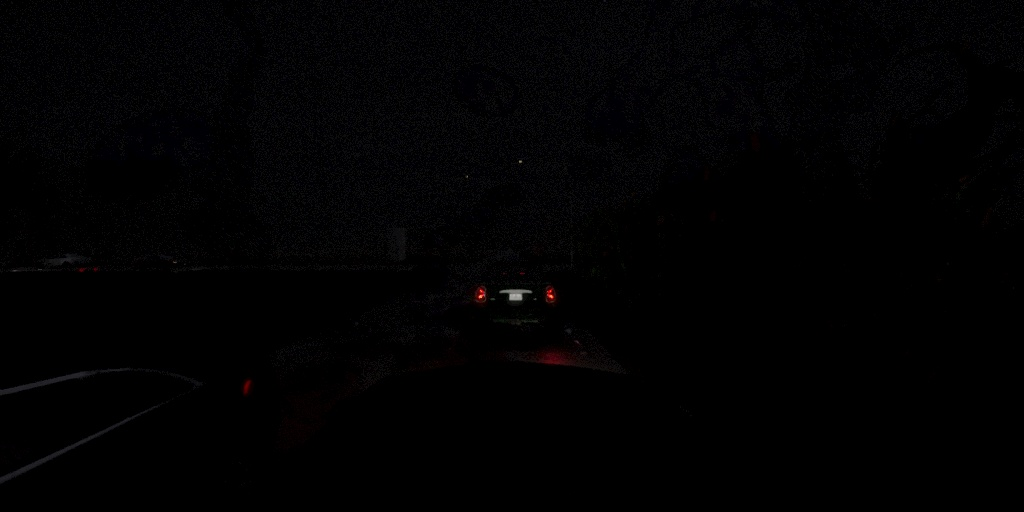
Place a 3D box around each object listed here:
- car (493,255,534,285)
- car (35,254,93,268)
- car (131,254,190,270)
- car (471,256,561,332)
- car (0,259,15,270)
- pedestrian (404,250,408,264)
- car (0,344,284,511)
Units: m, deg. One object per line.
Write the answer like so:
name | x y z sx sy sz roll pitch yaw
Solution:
car | 0.086 0.730 21.382 2.128 1.511 4.902 0 1 0
car | -47.183 0.494 37.800 4.674 1.442 1.812 -1 3 0
car | -34.246 0.541 34.953 4.674 1.442 1.812 0 3 0
car | 0.091 0.879 10.150 2.097 1.767 4.553 0 1 0
car | -51.860 0.689 34.990 4.902 1.511 2.128 -1 3 0
pedestrian | -12.176 -0.019 40.980 0.375 1.860 0.375 0 3 0
car | -2.849 1.260 1.003 2.128 1.511 4.902 0 2 0
